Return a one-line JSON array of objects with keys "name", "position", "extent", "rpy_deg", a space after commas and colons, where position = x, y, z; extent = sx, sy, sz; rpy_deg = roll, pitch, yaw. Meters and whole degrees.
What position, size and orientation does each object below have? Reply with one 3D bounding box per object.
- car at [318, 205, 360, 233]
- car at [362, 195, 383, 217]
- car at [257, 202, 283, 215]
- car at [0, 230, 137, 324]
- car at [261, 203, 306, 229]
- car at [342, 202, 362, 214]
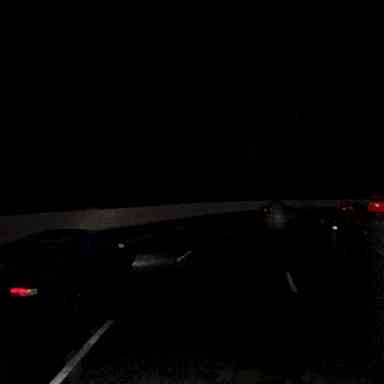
[{"name": "car", "position": [9.015, 1.692, 20.408], "extent": [1.895, 1.301, 4.718], "rpy_deg": [0, 0, 29]}, {"name": "car", "position": [19.404, 1.365, 32.721], "extent": [5.566, 2.045, 2.150], "rpy_deg": [1, -1, -38]}, {"name": "car", "position": [8.283, 1.686, 31.922], "extent": [2.033, 1.411, 5.357], "rpy_deg": [0, 0, 41]}, {"name": "car", "position": [-2.873, 1.579, 7.582], "extent": [2.033, 1.411, 5.357], "rpy_deg": [0, 0, 8]}, {"name": "car", "position": [6.495, 1.664, 22.794], "extent": [1.994, 1.385, 4.181], "rpy_deg": [0, 0, 29]}, {"name": "car", "position": [17.022, 1.718, 35.067], "extent": [4.181, 1.385, 1.994], "rpy_deg": [1, -1, -39]}]
